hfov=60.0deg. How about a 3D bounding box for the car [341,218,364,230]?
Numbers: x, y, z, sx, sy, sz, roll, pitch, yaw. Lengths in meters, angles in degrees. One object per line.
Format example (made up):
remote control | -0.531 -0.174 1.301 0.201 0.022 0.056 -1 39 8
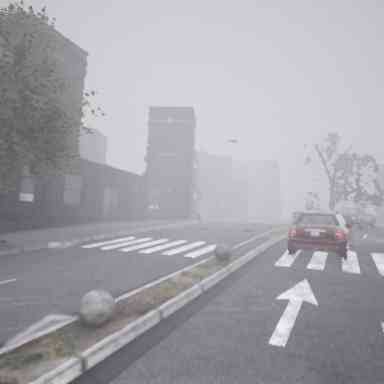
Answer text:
car | 28.572 5.660 59.525 2.150 2.045 5.566 2 -4 9

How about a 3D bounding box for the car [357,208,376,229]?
car | 11.546 1.825 23.722 2.033 1.411 5.357 -2 -4 41

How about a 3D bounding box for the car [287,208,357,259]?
car | 5.490 1.541 13.914 2.097 1.767 4.553 0 0 29
